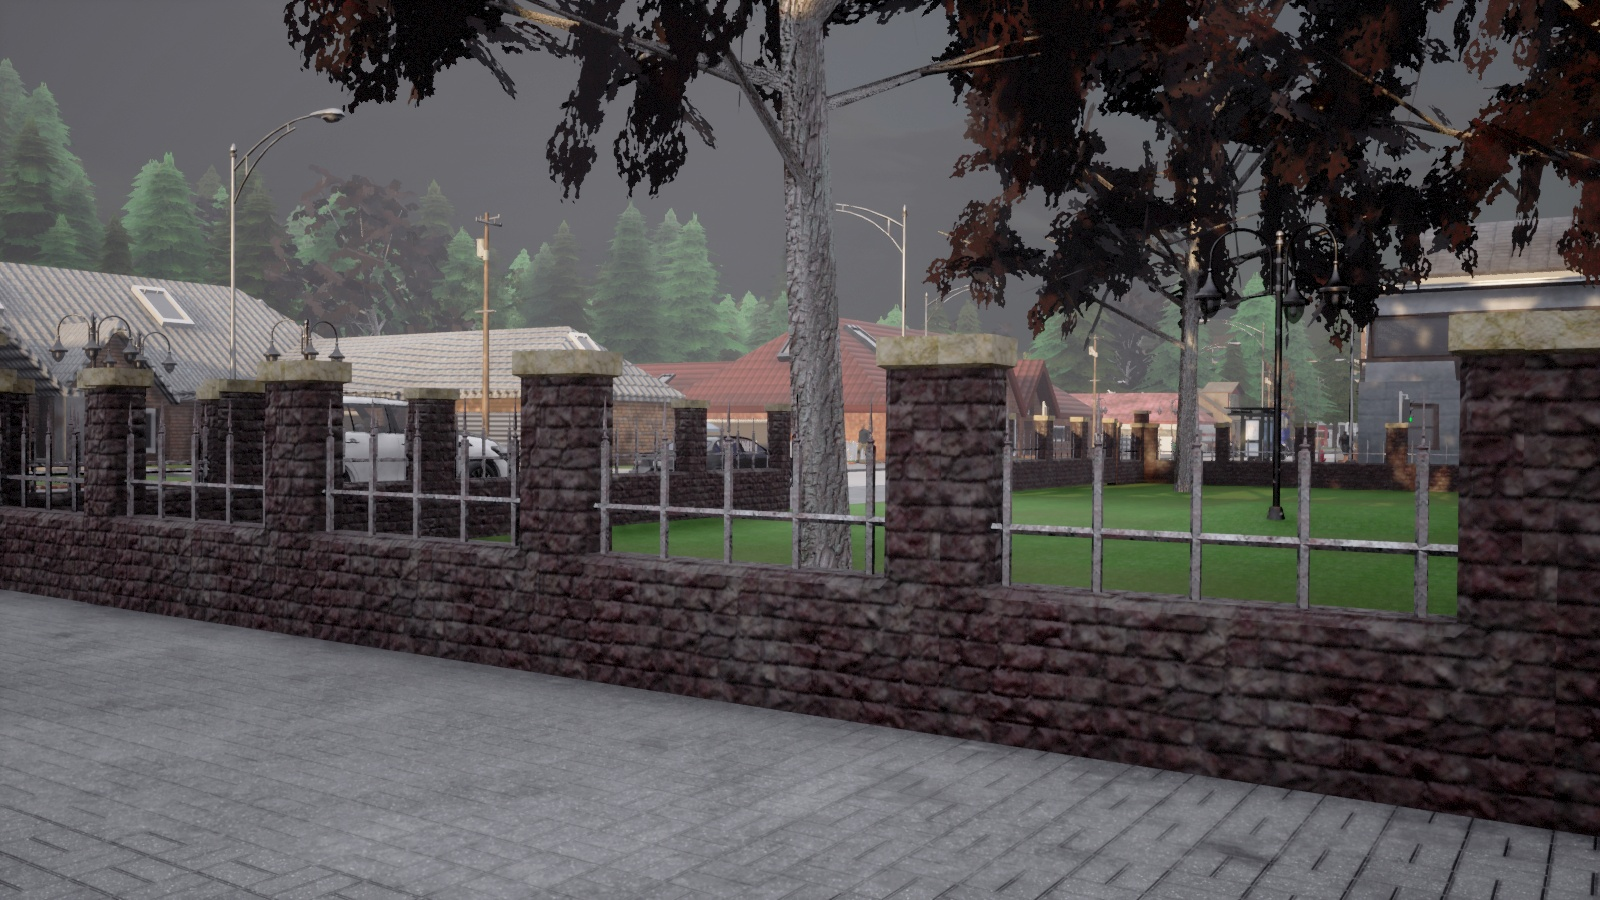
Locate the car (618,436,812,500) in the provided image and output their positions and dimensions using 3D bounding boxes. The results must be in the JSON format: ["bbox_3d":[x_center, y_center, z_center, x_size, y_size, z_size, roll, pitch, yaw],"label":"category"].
[{"bbox_3d":[-1.944,0.375,30.879,2.033,1.411,5.357,0,1,31],"label":"car"}]

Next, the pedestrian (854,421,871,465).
[{"bbox_3d":[2.616,-0.311,52.758,0.402,1.842,0.726,0,1,33],"label":"pedestrian"}]

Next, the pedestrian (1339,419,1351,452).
[{"bbox_3d":[31.700,-0.843,73.017,0.563,1.883,0.849,0,1,28],"label":"pedestrian"}]

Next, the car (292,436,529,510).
[{"bbox_3d":[-8.481,0.435,27.779,1.837,1.490,4.892,0,1,35],"label":"car"}]

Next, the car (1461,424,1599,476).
[{"bbox_3d":[23.066,-0.023,38.337,5.008,1.535,1.882,0,1,30],"label":"car"}]

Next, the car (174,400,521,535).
[{"bbox_3d":[-7.683,0.219,22.017,2.150,2.045,5.566,0,1,32],"label":"car"}]

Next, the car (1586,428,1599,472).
[{"bbox_3d":[28.170,-0.021,39.923,5.357,1.411,2.033,0,1,33],"label":"car"}]
